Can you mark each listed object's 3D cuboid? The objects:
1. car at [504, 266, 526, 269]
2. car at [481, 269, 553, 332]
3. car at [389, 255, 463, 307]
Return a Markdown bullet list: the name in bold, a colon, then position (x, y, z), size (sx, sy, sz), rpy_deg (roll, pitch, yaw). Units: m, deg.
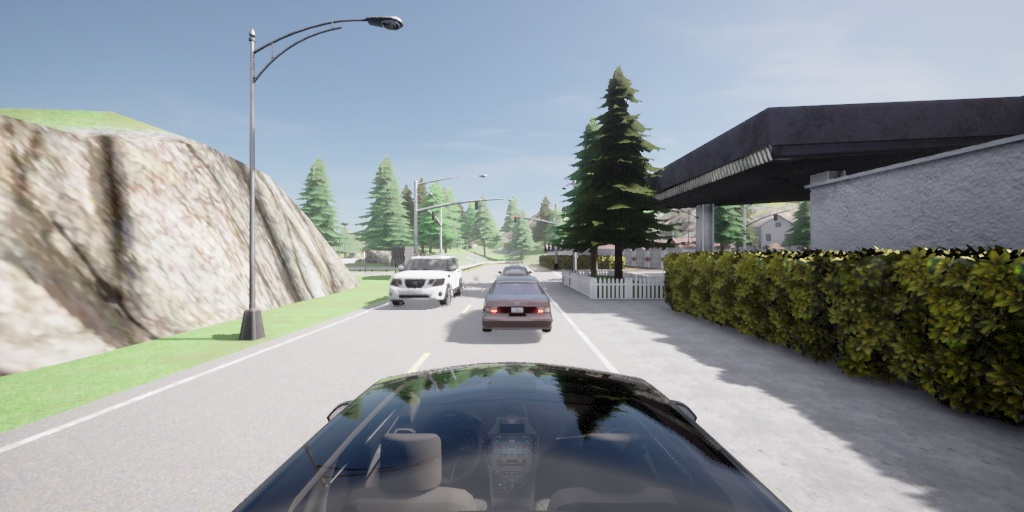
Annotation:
- **car**: position (0.180, 1.275, 20.387), size (1.812, 1.442, 4.674), rpy_deg (0, 0, 0)
- **car**: position (0.135, 1.297, 10.801), size (2.033, 1.411, 5.357), rpy_deg (0, 0, 0)
- **car**: position (-3.522, 0.970, 15.731), size (2.150, 2.045, 5.566), rpy_deg (0, 0, 1)
